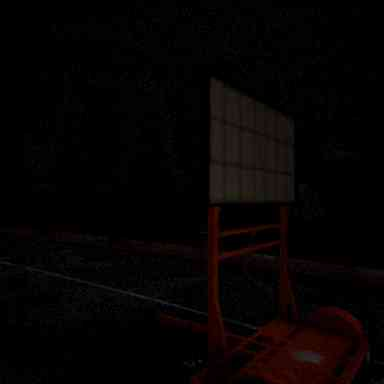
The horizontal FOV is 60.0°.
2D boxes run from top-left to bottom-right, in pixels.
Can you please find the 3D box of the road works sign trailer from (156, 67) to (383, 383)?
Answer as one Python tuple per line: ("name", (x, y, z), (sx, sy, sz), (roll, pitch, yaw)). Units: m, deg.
("road works sign trailer", (0.635, 0.567, 4.179), (2.880, 3.560, 2.380), (-1, -2, 37))
